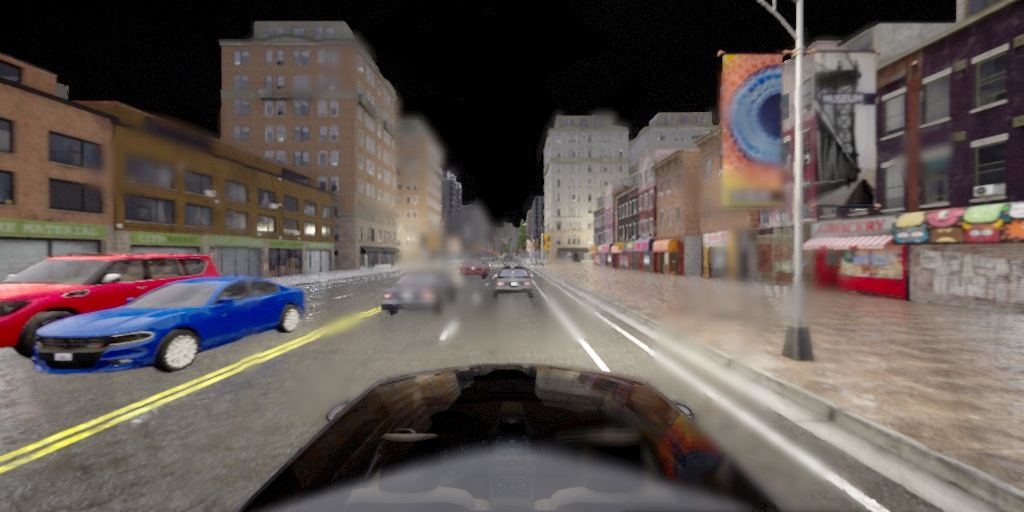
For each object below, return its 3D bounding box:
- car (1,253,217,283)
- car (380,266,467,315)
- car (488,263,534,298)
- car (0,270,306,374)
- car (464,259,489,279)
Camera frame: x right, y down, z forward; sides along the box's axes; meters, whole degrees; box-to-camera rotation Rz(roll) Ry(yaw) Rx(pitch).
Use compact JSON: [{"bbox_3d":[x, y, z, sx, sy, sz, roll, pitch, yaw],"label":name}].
[{"bbox_3d":[-9.852,0.948,8.677,2.150,2.045,5.566,0,0,0],"label":"car"},{"bbox_3d":[-3.154,1.258,13.327,2.033,1.411,5.357,0,0,0],"label":"car"},{"bbox_3d":[0.096,1.246,17.939,2.033,1.411,5.357,0,0,0],"label":"car"},{"bbox_3d":[-6.601,1.206,7.772,1.882,1.535,5.008,0,0,0],"label":"car"},{"bbox_3d":[-3.156,1.028,31.904,2.097,1.767,4.553,0,0,0],"label":"car"}]
